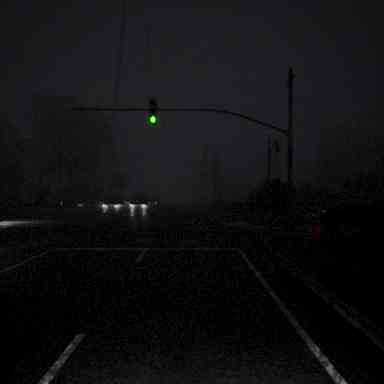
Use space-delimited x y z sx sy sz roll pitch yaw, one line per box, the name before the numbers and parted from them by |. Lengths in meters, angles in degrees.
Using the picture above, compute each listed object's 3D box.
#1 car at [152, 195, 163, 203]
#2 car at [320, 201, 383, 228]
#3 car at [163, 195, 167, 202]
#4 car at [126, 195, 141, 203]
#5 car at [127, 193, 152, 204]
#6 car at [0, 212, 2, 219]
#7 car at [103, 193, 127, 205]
car | -6.974 1.230 60.420 2.033 1.411 5.357 0 -2 0
car | 9.997 1.274 19.203 4.892 1.490 1.837 0 1 11
car | -6.882 1.505 75.864 1.882 1.535 5.008 0 -2 0
car | -10.478 1.226 59.732 1.994 1.385 4.181 0 -2 0
car | -7.028 0.884 44.902 1.837 1.490 4.892 0 1 0
car | -14.661 1.296 21.439 4.181 1.385 1.994 0 1 0
car | -10.529 0.863 44.908 1.882 1.535 5.008 0 0 0
